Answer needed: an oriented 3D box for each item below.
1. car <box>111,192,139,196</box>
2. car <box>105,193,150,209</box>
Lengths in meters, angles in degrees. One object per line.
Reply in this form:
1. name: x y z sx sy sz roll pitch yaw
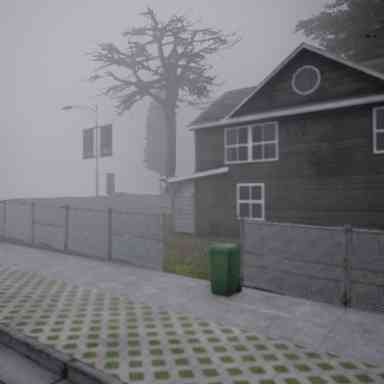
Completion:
1. car: -6.125 0.818 31.997 2.097 1.767 4.553 -1 0 36
2. car: -6.989 0.964 36.525 1.837 1.490 4.892 -1 0 36
